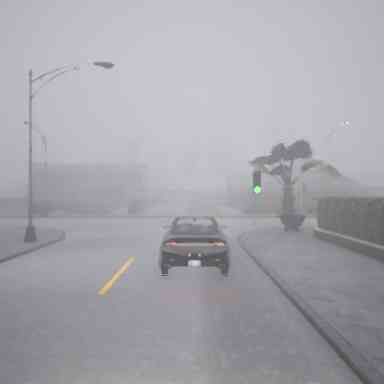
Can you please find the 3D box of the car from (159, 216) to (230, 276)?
[{"bbox_3d":[0.093,1.492,10.391,2.128,1.511,4.902,0,0,1],"label":"car"}]
